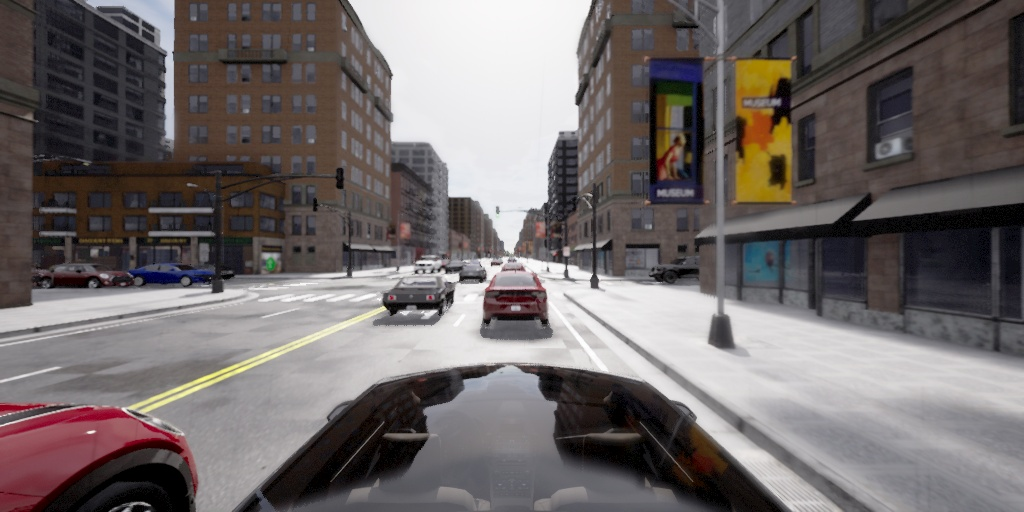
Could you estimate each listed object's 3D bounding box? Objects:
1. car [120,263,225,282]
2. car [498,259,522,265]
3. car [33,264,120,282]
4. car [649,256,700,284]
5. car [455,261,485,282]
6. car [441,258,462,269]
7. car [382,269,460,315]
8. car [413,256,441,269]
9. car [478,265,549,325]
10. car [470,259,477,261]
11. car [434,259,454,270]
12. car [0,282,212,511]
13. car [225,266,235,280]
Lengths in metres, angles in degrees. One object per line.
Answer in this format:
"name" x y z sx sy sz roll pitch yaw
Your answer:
"car" -22.743 1.224 24.144 5.008 1.535 1.882 0 0 0
"car" 0.102 1.232 29.044 1.882 1.535 5.008 0 0 0
"car" -25.413 1.175 21.619 4.097 1.591 1.967 0 0 0
"car" 13.379 1.016 27.256 5.566 2.045 2.150 0 0 0
"car" -3.145 1.322 29.487 1.994 1.385 4.181 0 0 0
"car" -6.583 1.231 41.865 1.882 1.535 5.008 0 0 -1
"car" -3.268 1.353 13.564 1.895 1.301 4.718 0 0 -2
"car" -9.813 0.975 42.120 2.150 2.045 5.566 0 0 2
"car" 0.109 1.229 11.938 1.882 1.535 5.008 0 0 0
"car" -6.558 1.353 51.203 1.895 1.301 4.718 0 0 0
"car" -9.802 1.229 52.121 1.882 1.535 5.008 0 0 0
"car" -3.152 1.101 0.494 2.097 1.767 4.553 0 0 0
"car" -25.370 1.333 29.644 4.313 1.339 1.948 0 0 0
